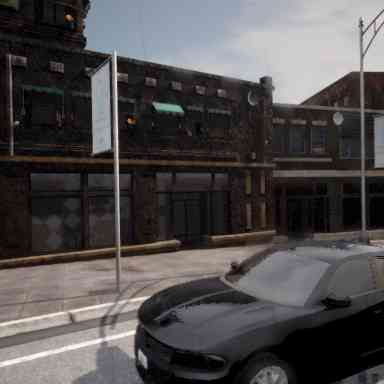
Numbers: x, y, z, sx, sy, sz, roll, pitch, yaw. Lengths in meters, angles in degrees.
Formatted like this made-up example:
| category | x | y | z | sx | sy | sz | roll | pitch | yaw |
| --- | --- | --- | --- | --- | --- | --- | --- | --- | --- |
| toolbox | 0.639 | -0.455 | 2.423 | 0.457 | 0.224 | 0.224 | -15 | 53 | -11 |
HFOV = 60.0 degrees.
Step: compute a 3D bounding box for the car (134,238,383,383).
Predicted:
| category | x | y | z | sx | sy | sz | roll | pitch | yaw |
| --- | --- | --- | --- | --- | --- | --- | --- | --- | --- |
| car | 1.699 | 1.470 | 4.643 | 5.008 | 1.535 | 1.882 | 0 | 0 | -28 |
